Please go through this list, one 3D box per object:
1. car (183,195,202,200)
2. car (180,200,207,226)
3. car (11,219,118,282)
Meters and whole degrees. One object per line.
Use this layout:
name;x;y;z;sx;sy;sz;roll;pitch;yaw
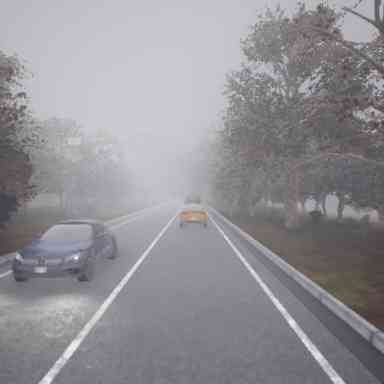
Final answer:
car;0.104;1.454;42.392;2.150;2.045;5.566;0;0;0
car;0.096;1.632;24.799;1.882;1.535;5.008;0;0;0
car;-3.522;1.589;10.117;1.812;1.442;4.674;0;-1;0
